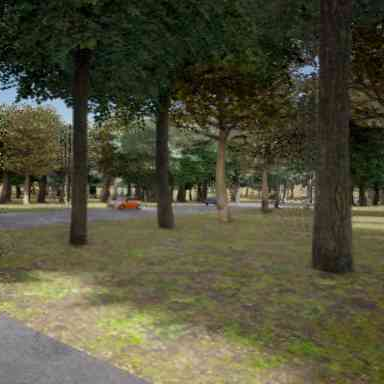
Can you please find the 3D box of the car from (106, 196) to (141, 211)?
[{"bbox_3d":[-8.284,1.363,40.728,2.097,1.767,4.553,3,1,32],"label":"car"}]

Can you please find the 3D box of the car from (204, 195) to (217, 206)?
[{"bbox_3d":[4.351,1.523,60.758,2.150,2.045,5.566,3,0,32],"label":"car"}]
